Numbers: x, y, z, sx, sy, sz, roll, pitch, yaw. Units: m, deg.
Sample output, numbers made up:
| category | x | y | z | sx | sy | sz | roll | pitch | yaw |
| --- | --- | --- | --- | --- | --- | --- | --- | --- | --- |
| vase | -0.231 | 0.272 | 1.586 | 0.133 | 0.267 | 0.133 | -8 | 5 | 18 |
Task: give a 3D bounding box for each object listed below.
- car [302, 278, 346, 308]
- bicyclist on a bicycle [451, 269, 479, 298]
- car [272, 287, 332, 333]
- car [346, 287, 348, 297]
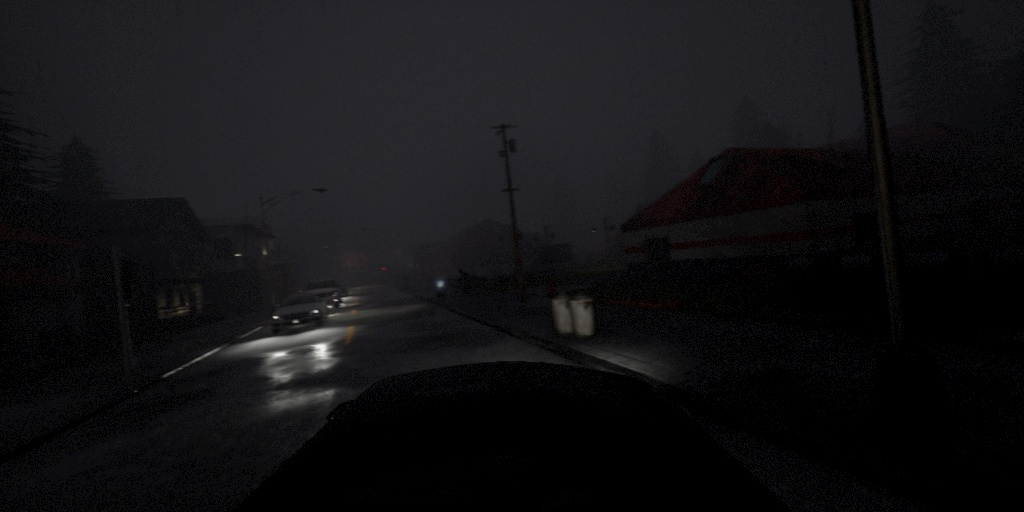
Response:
| category | x | y | z | sx | sy | sz | roll | pitch | yaw |
| --- | --- | --- | --- | --- | --- | --- | --- | --- | --- |
| car | -13.453 | 2.661 | 25.589 | 2.150 | 2.045 | 5.566 | -6 | 0 | -22 |
| bicyclist on a bicycle | -2.700 | 1.515 | 20.290 | 1.656 | 1.620 | 0.582 | -6 | -1 | -23 |
| car | -9.699 | 2.485 | 16.634 | 1.812 | 1.442 | 4.674 | -6 | 0 | -23 |
| car | -18.221 | 3.634 | 37.302 | 1.994 | 1.385 | 4.181 | -6 | 0 | -22 |
